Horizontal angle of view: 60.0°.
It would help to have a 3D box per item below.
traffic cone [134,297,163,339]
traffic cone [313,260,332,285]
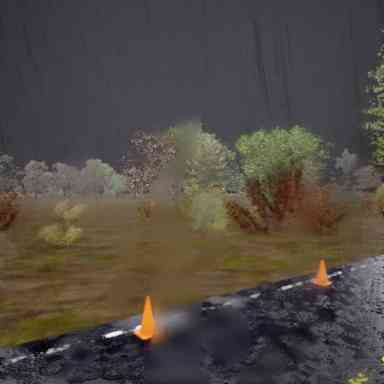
[{"bbox_3d":[-0.700,1.982,5.351,0.340,0.580,0.340,0,0,-37],"label":"traffic cone"},{"bbox_3d":[3.278,1.997,8.366,0.340,0.580,0.340,0,0,-37],"label":"traffic cone"}]
